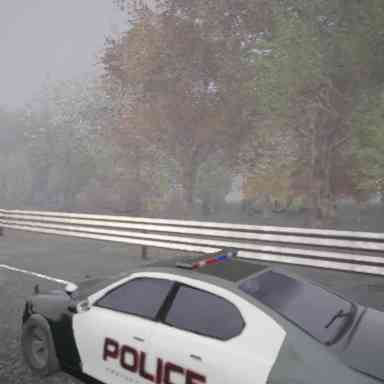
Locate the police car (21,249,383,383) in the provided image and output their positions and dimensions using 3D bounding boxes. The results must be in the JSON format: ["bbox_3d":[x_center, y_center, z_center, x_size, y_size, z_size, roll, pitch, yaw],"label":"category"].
[{"bbox_3d":[-0.124,1.508,3.959,4.974,1.542,2.038,0,0,36],"label":"police car"}]
